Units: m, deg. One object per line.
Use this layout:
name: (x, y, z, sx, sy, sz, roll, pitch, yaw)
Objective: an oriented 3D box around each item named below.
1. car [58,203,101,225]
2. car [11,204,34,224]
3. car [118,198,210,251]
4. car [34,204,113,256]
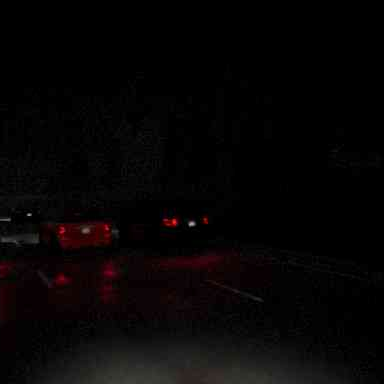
car: (-9.025, 1.658, 26.438, 2.033, 1.411, 5.357, 0, 0, -32)
car: (-13.161, 1.677, 26.436, 1.994, 1.385, 4.181, 0, 0, -32)
car: (-1.432, 1.284, 14.728, 2.150, 2.045, 5.566, 0, 0, -32)
car: (-4.929, 1.409, 13.716, 2.097, 1.767, 4.553, 0, 0, -32)
